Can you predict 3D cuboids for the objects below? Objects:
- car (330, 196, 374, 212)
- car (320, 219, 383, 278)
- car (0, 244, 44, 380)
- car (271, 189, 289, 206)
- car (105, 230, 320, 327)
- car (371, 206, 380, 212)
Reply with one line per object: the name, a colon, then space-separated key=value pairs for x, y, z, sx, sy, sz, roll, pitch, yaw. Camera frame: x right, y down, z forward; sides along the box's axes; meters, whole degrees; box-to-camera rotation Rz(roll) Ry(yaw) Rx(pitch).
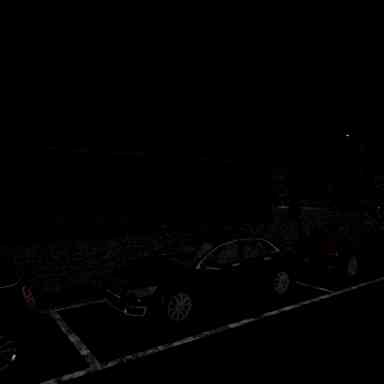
car: x=15.992 y=1.172 z=33.015 sx=2.128 sy=1.511 sz=4.902 roll=0 pitch=1 yaw=-36
car: x=4.852 y=1.545 z=10.120 sx=4.507 sy=1.381 sz=1.887 roll=0 pitch=0 yaw=-36
car: x=-4.029 y=1.440 z=3.776 sx=4.097 sy=1.590 sz=1.967 roll=0 pitch=0 yaw=-36
car: x=9.891 y=0.698 z=41.527 sx=2.150 sy=2.045 sz=5.566 roll=0 pitch=1 yaw=-35
car: x=0.412 y=1.551 z=6.948 sx=4.403 sy=1.369 sz=2.008 roll=0 pitch=0 yaw=-36
car: x=9.293 y=1.441 z=13.292 sx=4.097 sy=1.590 sz=1.967 roll=0 pitch=0 yaw=-36
